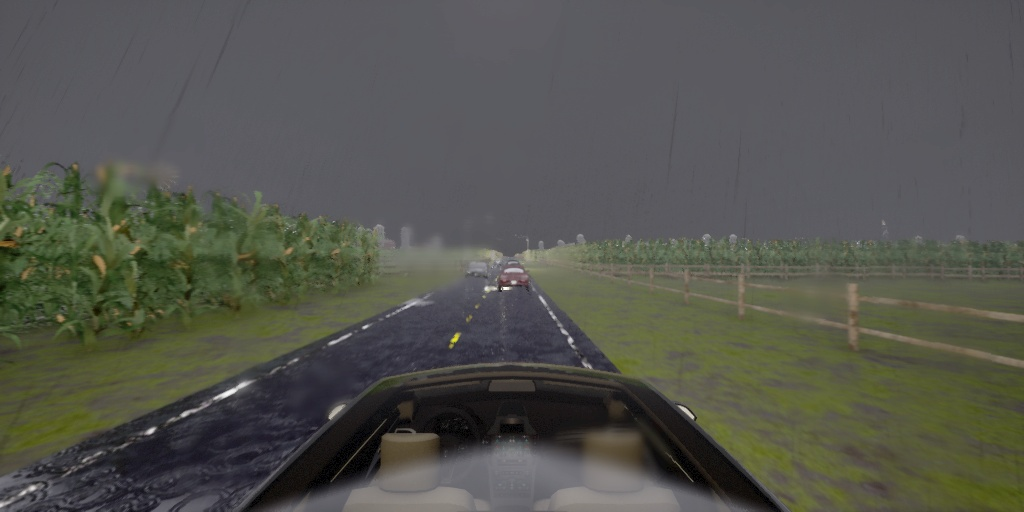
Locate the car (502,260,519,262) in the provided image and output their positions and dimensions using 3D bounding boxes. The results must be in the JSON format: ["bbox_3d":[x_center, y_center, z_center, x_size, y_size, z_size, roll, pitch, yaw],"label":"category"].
[{"bbox_3d":[0.107,1.242,40.531,1.837,1.490,4.892,0,0,0],"label":"car"}]

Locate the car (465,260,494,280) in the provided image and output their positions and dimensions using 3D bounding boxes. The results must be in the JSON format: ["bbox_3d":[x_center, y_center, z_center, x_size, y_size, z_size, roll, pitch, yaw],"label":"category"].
[{"bbox_3d":[-2.838,1.249,31.061,1.837,1.490,4.892,0,0,0],"label":"car"}]

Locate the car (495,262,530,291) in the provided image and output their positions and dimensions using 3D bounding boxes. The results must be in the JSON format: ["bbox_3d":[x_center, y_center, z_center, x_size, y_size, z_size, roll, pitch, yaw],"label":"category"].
[{"bbox_3d":[0.102,1.273,21.840,1.812,1.442,4.674,0,0,0],"label":"car"}]
